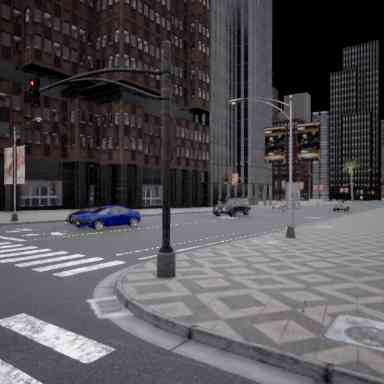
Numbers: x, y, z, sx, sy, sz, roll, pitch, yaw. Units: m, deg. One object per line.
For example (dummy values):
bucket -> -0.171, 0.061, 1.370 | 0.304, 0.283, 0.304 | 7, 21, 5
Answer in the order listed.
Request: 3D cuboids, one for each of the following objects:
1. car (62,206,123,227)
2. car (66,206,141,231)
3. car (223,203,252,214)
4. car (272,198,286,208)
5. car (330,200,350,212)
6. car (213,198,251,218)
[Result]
car -> -7.613, 1.828, 25.884 | 1.994, 1.385, 4.181 | 0, -1, 35
car -> -5.720, 1.727, 22.928 | 1.882, 1.535, 5.008 | 0, -1, 35
car -> 6.247, 2.216, 45.479 | 1.895, 1.301, 4.718 | 0, -1, 36
car -> 13.636, 1.982, 50.197 | 2.128, 1.511, 4.902 | 0, -1, 35
car -> 24.184, 2.431, 53.688 | 2.033, 1.411, 5.357 | 0, -1, 34
car -> 4.534, 1.724, 37.457 | 2.150, 2.045, 5.566 | 0, 0, 35
